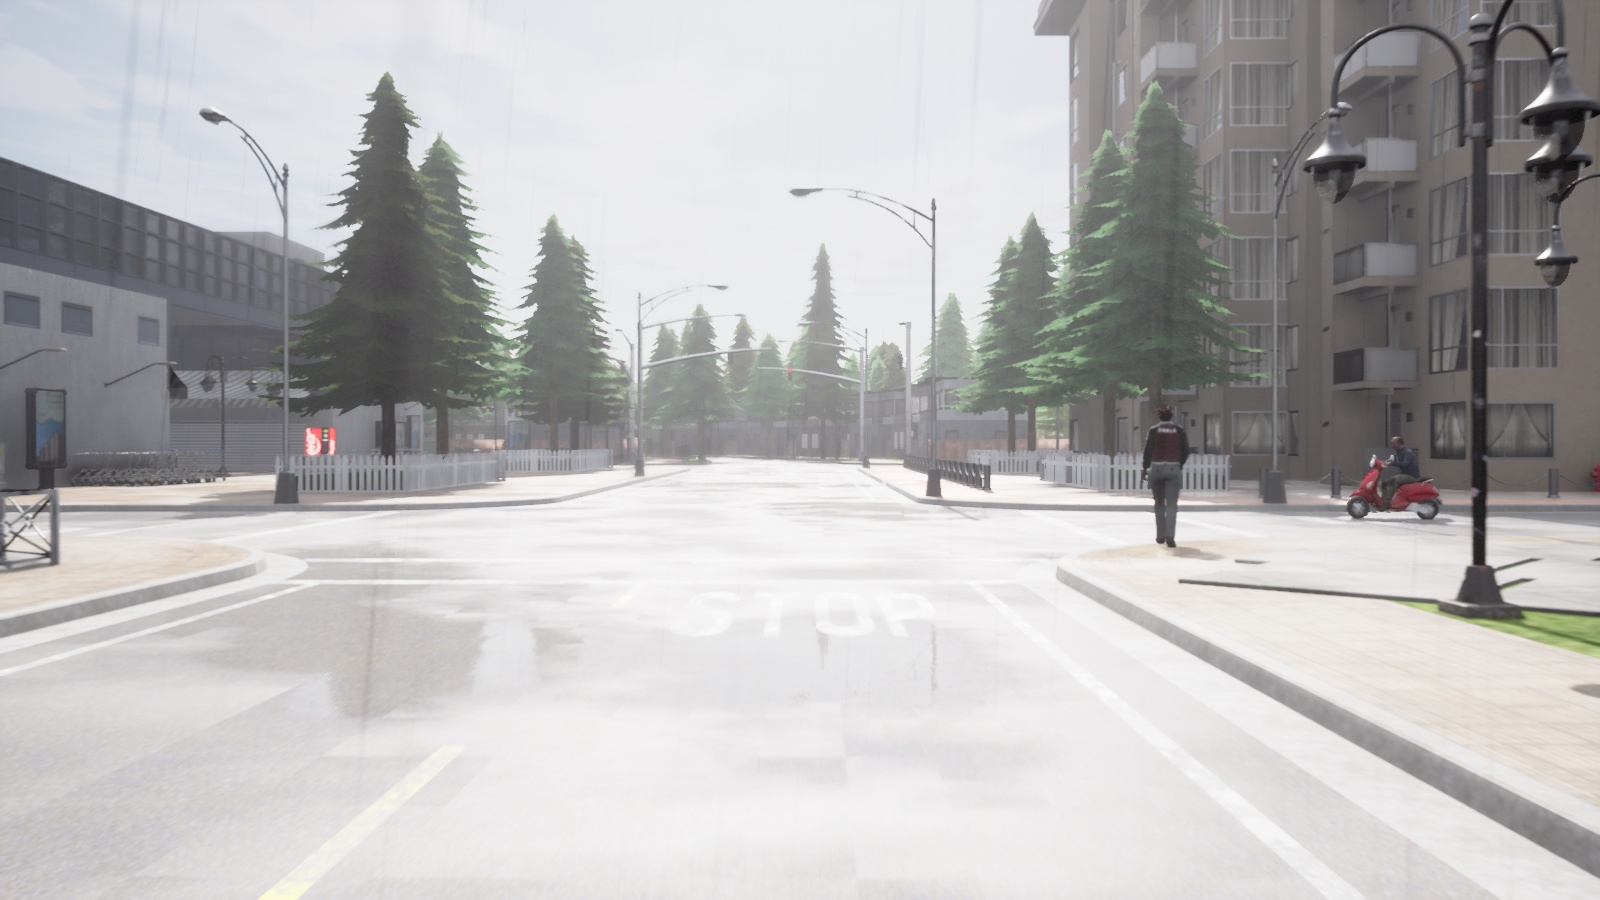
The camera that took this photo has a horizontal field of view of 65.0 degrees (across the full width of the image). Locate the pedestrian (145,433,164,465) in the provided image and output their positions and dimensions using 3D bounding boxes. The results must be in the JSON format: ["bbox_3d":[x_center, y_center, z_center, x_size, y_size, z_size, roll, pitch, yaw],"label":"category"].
[{"bbox_3d":[-37.662,-0.051,73.281,0.849,1.883,0.563,0,0,0],"label":"pedestrian"}]

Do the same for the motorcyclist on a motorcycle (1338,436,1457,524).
[{"bbox_3d":[11.341,0.558,23.869,1.817,1.590,0.866,1,0,1],"label":"motorcyclist on a motorcycle"}]

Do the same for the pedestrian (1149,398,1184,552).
[{"bbox_3d":[4.708,0.313,16.116,0.402,1.930,0.666,0,0,18],"label":"pedestrian"}]
